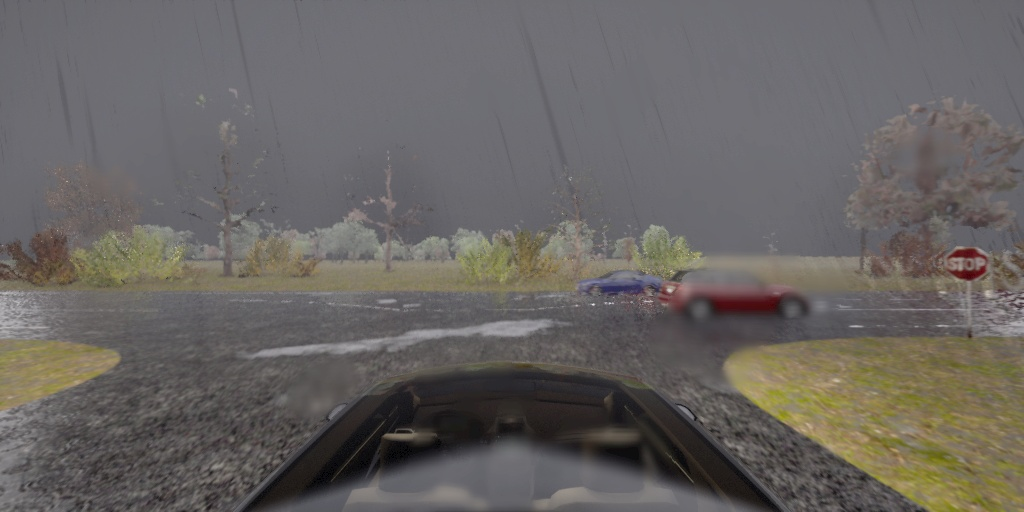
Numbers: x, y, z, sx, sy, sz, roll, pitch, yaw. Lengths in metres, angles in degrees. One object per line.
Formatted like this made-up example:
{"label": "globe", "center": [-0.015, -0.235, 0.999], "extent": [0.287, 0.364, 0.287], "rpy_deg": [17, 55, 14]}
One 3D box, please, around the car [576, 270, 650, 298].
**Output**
{"label": "car", "center": [5.857, 1.502, 19.514], "extent": [4.674, 1.442, 1.812], "rpy_deg": [0, 0, -1]}

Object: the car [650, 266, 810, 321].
{"label": "car", "center": [7.619, 1.231, 12.541], "extent": [4.553, 1.767, 2.097], "rpy_deg": [0, 0, -1]}
